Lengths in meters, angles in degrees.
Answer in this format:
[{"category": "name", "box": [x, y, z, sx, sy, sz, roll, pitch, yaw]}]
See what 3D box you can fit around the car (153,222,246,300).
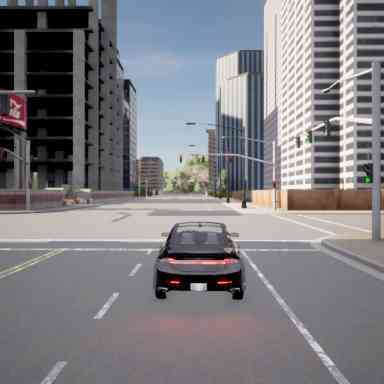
[{"category": "car", "box": [0.200, 1.492, 8.403, 2.128, 1.511, 4.902, 0, 0, 2]}]
